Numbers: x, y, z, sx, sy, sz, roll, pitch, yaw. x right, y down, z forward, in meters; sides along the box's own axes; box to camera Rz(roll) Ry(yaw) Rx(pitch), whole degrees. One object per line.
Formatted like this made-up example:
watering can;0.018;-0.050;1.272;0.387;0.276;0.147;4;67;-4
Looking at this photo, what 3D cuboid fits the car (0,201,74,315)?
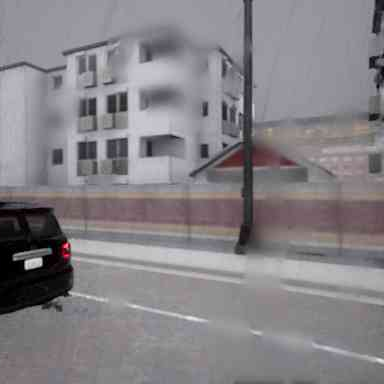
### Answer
car;-4.815;1.207;6.558;5.566;2.045;2.150;0;0;30
